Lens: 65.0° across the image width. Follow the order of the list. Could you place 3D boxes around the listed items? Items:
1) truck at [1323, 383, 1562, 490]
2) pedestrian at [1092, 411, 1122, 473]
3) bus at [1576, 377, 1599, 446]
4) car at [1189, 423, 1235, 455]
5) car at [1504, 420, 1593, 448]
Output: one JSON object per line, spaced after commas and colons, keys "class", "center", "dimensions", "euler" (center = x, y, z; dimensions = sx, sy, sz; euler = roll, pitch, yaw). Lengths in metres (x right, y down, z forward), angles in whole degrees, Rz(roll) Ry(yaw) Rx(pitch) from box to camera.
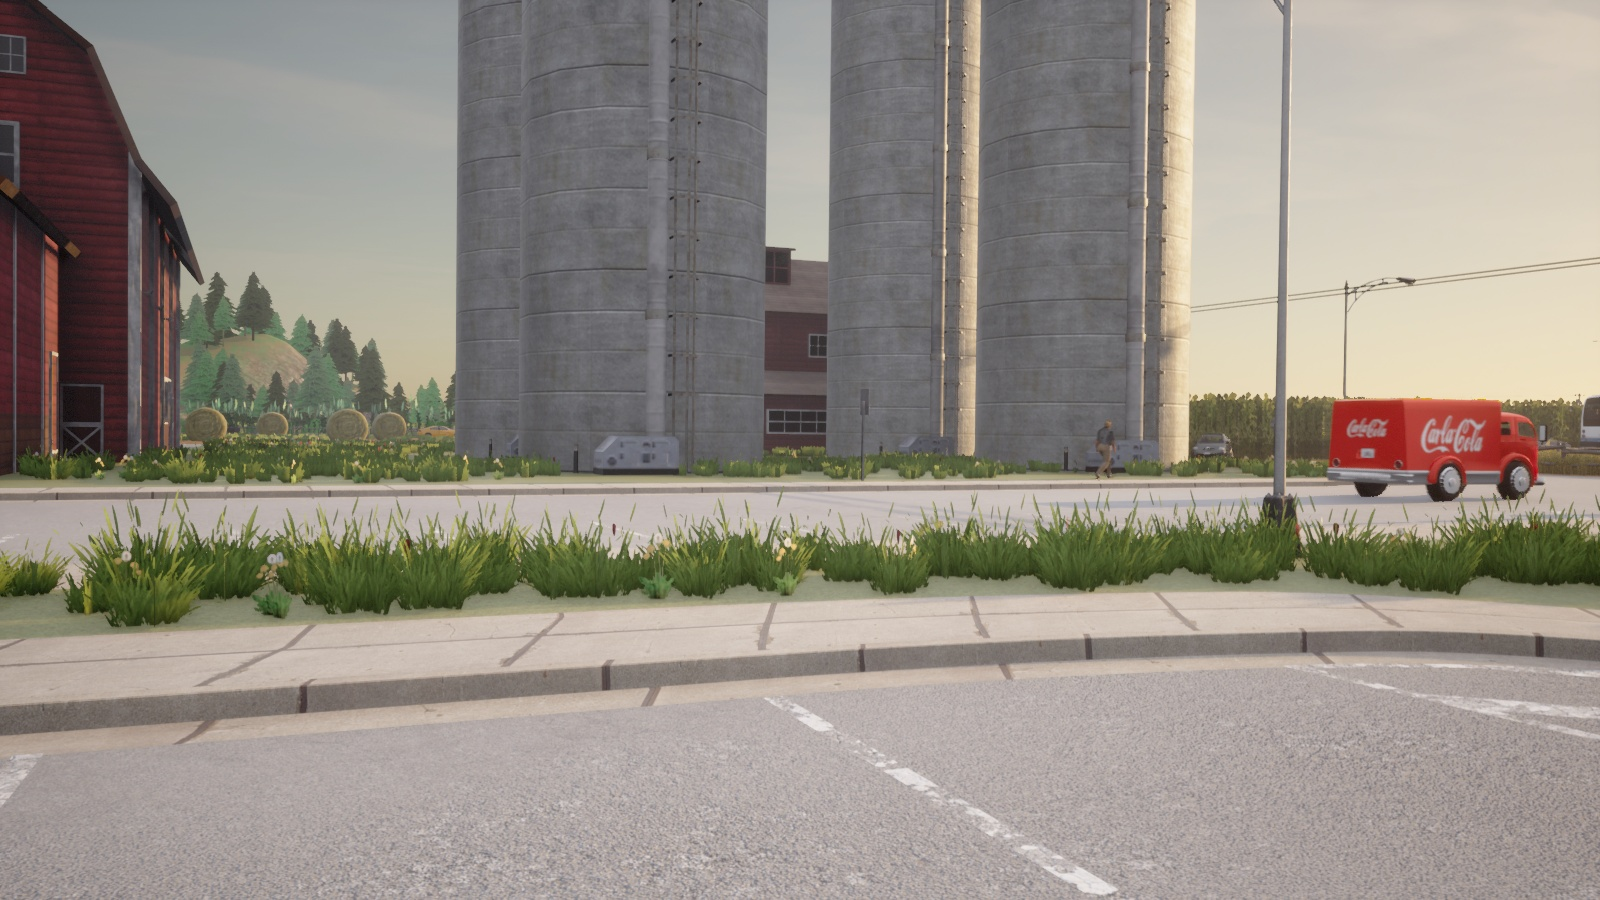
{"class": "truck", "center": [16.028, -0.365, 31.348], "dimensions": [5.204, 2.467, 2.627], "euler": [-1, 1, -24]}
{"class": "pedestrian", "center": [9.193, -0.250, 37.590], "dimensions": [0.694, 1.848, 0.540], "euler": [-1, 1, -34]}
{"class": "bus", "center": [54.750, -2.520, 79.857], "dimensions": [10.273, 4.253, 3.944], "euler": [-1, 1, -23]}
{"class": "car", "center": [21.839, -0.606, 66.456], "dimensions": [1.851, 1.617, 3.988], "euler": [0, 1, 25]}
{"class": "car", "center": [45.215, -0.979, 75.805], "dimensions": [5.366, 1.575, 1.801], "euler": [-1, 1, -23]}
